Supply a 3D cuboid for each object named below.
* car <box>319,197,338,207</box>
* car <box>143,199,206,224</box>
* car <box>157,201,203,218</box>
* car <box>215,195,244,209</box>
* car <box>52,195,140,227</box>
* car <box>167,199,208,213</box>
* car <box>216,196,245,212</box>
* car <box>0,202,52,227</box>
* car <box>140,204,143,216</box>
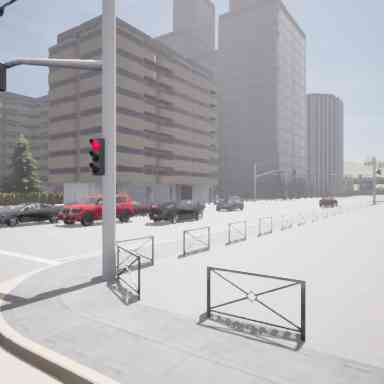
[{"bbox_3d":[20.846,1.478,50.674,1.882,1.535,5.008,0,0,35],"label":"car"},{"bbox_3d":[-1.086,1.477,24.990,1.882,1.535,5.008,0,0,35],"label":"car"},{"bbox_3d":[-1.036,1.601,31.593,1.895,1.301,4.718,0,0,35],"label":"car"},{"bbox_3d":[5.356,1.352,46.961,2.097,1.767,4.553,0,0,35],"label":"car"},{"bbox_3d":[-6.582,1.221,23.549,2.150,2.045,5.566,0,0,35],"label":"car"},{"bbox_3d":[-0.437,1.547,38.625,2.033,1.411,5.357,0,0,35],"label":"car"},{"bbox_3d":[4.650,1.526,39.814,1.812,1.442,4.674,0,0,35],"label":"car"},{"bbox_3d":[-11.244,1.492,22.951,2.128,1.511,4.902,0,0,35],"label":"car"},{"bbox_3d":[-5.984,1.601,30.582,1.895,1.301,4.718,0,0,35],"label":"car"}]
